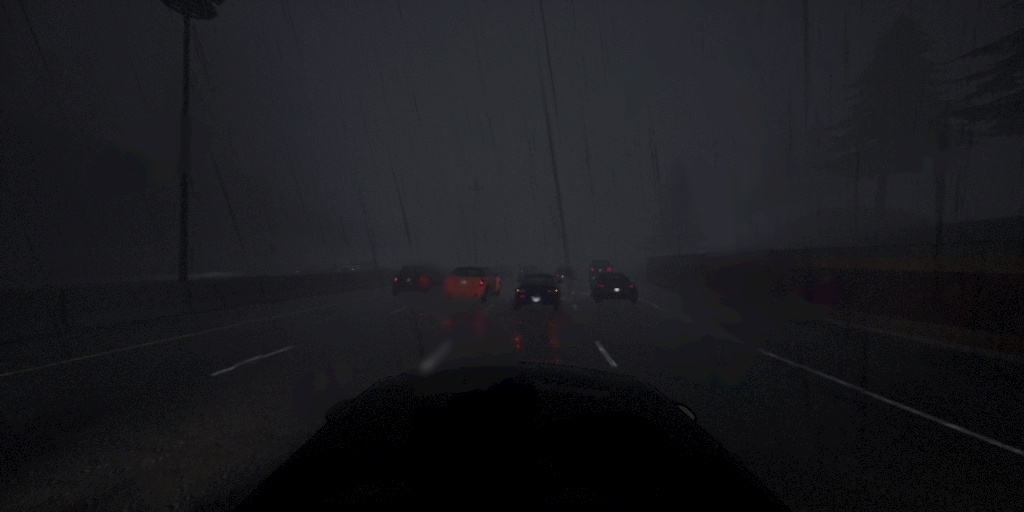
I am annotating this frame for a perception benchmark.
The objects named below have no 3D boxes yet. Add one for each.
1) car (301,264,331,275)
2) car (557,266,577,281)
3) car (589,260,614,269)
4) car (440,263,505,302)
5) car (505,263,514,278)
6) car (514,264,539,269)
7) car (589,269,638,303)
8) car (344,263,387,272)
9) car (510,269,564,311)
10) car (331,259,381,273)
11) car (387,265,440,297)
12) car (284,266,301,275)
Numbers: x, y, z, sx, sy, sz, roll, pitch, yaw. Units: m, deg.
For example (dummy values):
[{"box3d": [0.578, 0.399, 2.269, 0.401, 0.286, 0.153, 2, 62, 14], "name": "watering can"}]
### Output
[{"box3d": [-19.483, 1.639, 38.516, 2.128, 1.511, 4.902, 0, -1, 15], "name": "car"}, {"box3d": [5.462, 1.716, 36.251, 1.837, 1.490, 4.892, 0, -1, 16], "name": "car"}, {"box3d": [8.741, 1.429, 35.083, 2.150, 2.045, 5.566, 0, -1, 16], "name": "car"}, {"box3d": [-1.889, 1.313, 18.778, 2.097, 1.767, 4.553, 0, -1, 8], "name": "car"}, {"box3d": [-1.319, 1.685, 37.971, 1.882, 1.535, 5.008, 0, -1, 16], "name": "car"}, {"box3d": [1.935, 1.707, 36.630, 1.837, 1.490, 4.892, 0, -1, 16], "name": "car"}, {"box3d": [5.129, 1.547, 18.451, 1.994, 1.385, 4.181, 0, -1, 9], "name": "car"}, {"box3d": [-13.299, 1.668, 34.617, 2.033, 1.411, 5.357, 0, -1, 14], "name": "car"}, {"box3d": [1.193, 1.457, 15.590, 1.812, 1.442, 4.674, 0, -1, 7], "name": "car"}, {"box3d": [-16.010, 1.377, 38.129, 2.150, 2.045, 5.566, 0, -1, 15], "name": "car"}, {"box3d": [-5.086, 1.329, 20.967, 2.097, 1.767, 4.553, 0, -1, 9], "name": "car"}, {"box3d": [-22.773, 1.677, 39.773, 1.812, 1.442, 4.674, 0, -1, 15], "name": "car"}]
